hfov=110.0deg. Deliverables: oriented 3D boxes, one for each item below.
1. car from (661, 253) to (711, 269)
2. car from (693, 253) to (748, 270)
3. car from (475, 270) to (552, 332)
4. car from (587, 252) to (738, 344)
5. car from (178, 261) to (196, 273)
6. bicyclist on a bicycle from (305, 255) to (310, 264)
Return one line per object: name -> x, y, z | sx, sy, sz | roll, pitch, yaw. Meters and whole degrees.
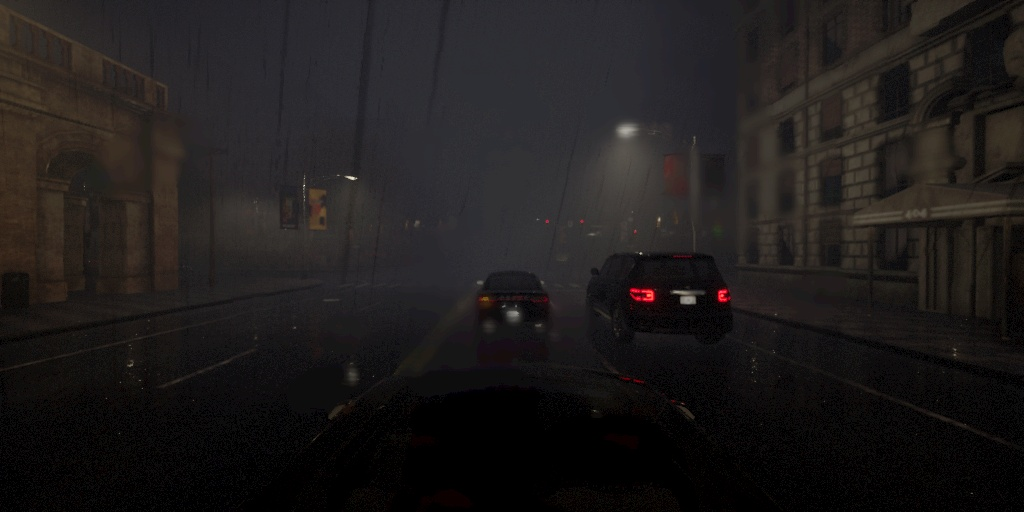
car -> 23.177, 0.611, 47.882 | 5.566, 2.045, 2.150 | 0, 0, 0
car -> 25.770, 0.637, 44.397 | 5.566, 2.045, 2.150 | 0, 0, -1
car -> -0.012, 1.158, 10.596 | 1.882, 1.535, 5.008 | 0, 0, -2
car -> 3.454, 0.911, 9.515 | 2.150, 2.045, 5.566 | 0, 0, 2
car -> -34.363, 1.011, 35.830 | 4.674, 1.442, 1.812 | 0, 0, 0
bicyclist on a bicycle -> -31.582, 0.634, 55.324 | 0.582, 1.620, 1.656 | 0, 1, 0
